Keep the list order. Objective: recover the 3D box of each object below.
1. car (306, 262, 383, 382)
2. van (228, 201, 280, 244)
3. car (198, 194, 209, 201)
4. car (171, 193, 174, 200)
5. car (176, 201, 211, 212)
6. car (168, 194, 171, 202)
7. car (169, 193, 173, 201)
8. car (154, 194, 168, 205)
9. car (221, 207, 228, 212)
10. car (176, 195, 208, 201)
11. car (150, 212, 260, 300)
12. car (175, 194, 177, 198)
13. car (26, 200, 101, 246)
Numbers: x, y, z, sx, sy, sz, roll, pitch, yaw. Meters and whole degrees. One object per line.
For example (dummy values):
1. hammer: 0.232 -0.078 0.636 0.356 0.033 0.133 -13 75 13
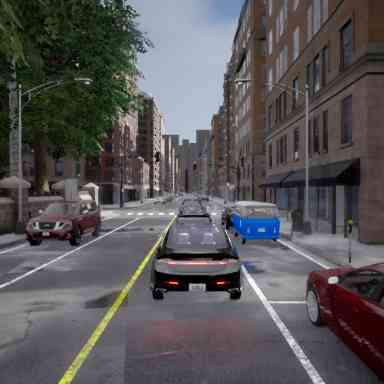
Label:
1. car: 2.853 1.544 4.149 1.887 1.381 4.507 0 0 0
2. van: 2.849 1.336 15.469 1.690 1.788 3.998 0 0 0
3. car: 2.827 1.386 75.506 1.967 1.590 4.097 0 0 0
4. car: -5.697 1.491 75.468 1.887 1.381 4.507 0 0 0
5. car: 0.092 1.485 18.309 2.128 1.511 4.902 0 0 0
6. car: -5.693 1.501 64.566 2.008 1.369 4.403 0 0 0
7. car: -5.695 1.493 70.017 1.887 1.381 4.507 0 0 0
8. car: -5.691 1.480 58.945 1.752 1.417 4.829 0 0 0
9. car: 2.848 1.557 21.130 1.947 1.339 4.313 0 0 0
10. car: -0.011 1.338 27.486 2.097 1.767 4.553 0 0 0
11. car: 0.097 1.490 8.370 2.128 1.511 4.902 0 0 0
12. car: -5.701 1.496 86.369 2.008 1.369 4.403 0 0 0
13. car: -5.676 1.310 15.426 2.192 1.841 5.009 0 0 0
